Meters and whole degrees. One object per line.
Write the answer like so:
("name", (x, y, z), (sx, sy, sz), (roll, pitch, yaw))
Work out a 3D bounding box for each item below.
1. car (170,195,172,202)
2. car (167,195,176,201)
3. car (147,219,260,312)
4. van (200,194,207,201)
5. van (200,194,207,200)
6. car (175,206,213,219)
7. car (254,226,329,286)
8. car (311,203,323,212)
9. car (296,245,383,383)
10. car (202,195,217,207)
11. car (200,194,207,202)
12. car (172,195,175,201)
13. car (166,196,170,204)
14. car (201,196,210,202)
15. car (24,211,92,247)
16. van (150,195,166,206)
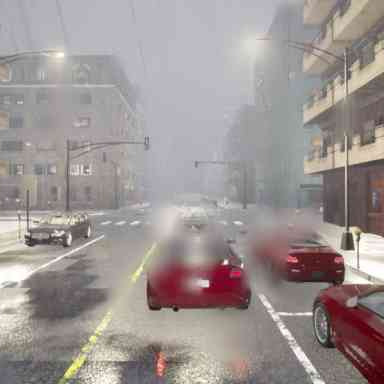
("car", (-5.455, 1.448, 64.194), (1.967, 1.590, 4.097), (1, 0, 0))
("car", (-5.318, 1.554, 86.877), (1.887, 1.381, 4.507), (1, 0, 0))
("car", (0.104, 1.566, 7.800), (1.994, 1.385, 4.181), (0, 0, -1))
("van", (3.065, 1.349, 86.800), (1.690, 1.788, 3.998), (1, 0, 0))
("van", (3.100, 1.349, 92.470), (1.690, 1.788, 3.998), (1, 0, 0))
("car", (0.098, 1.604, 16.618), (1.895, 1.301, 4.718), (0, 0, 0))
("car", (2.665, 1.584, 9.079), (1.802, 1.307, 4.206), (1, 0, 0))
("car", (15.538, 1.518, 36.978), (4.507, 1.381, 1.887), (0, -1, 1))
("car", (2.667, 1.583, 3.408), (1.802, 1.307, 4.206), (1, 0, 0))
("car", (2.951, 1.558, 51.202), (2.008, 1.369, 4.403), (1, 0, 0))
("car", (2.958, 1.558, 69.789), (2.008, 1.369, 4.403), (1, 0, 0))
("car", (-5.388, 1.575, 75.536), (1.947, 1.339, 4.313), (1, 0, 0))
("car", (-5.492, 1.574, 58.524), (1.947, 1.339, 4.313), (1, 0, 0))
("car", (2.992, 1.590, 75.460), (1.802, 1.307, 4.206), (1, 0, 0))
("car", (-5.774, 1.554, 14.816), (2.008, 1.369, 4.403), (1, 0, 0))
("van", (-5.598, 1.349, 52.861), (1.690, 1.788, 3.998), (1, 0, 0))
